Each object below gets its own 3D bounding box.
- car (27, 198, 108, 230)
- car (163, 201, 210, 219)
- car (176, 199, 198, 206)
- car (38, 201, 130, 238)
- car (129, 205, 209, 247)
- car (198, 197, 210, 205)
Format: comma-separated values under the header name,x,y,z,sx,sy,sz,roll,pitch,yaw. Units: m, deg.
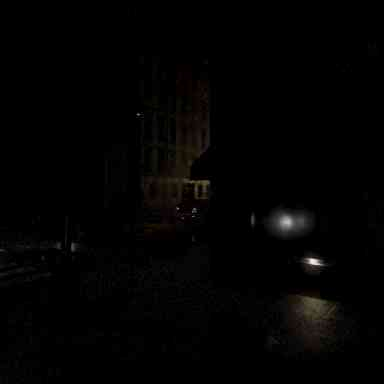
name,x,y,z,sx,sy,sz,roll,pitch,yaw
car,-7.001,1.282,19.718,2.192,1.841,5.009,0,0,36
car,-0.402,1.521,28.961,1.947,1.339,4.313,0,0,36
car,0.605,1.321,25.996,2.097,1.767,4.553,0,0,35
car,-5.229,1.457,17.827,1.882,1.535,5.008,0,0,34
car,-0.378,1.530,15.185,1.752,1.417,4.829,0,0,36
car,2.826,1.314,19.667,2.192,1.841,5.009,0,0,36
